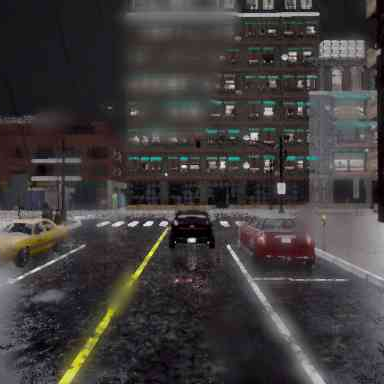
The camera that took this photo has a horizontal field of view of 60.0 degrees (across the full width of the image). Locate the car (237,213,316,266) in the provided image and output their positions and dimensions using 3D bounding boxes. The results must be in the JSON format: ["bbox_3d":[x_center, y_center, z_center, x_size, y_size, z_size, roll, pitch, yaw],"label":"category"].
[{"bbox_3d":[2.751,1.443,11.650,1.967,1.590,4.097,1,0,0],"label":"car"}]

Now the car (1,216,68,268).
[{"bbox_3d":[-5.814,1.528,11.425,1.752,1.417,4.829,1,0,0],"label":"car"}]

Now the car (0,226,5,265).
[{"bbox_3d":[-5.644,1.552,5.908,2.008,1.369,4.403,1,0,0],"label":"car"}]

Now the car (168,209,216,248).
[{"bbox_3d":[0.000,1.522,14.652,1.837,1.490,4.892,0,0,0],"label":"car"}]

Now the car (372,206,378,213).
[{"bbox_3d":[17.646,1.288,27.538,4.829,1.417,1.752,-1,-1,1],"label":"car"}]
